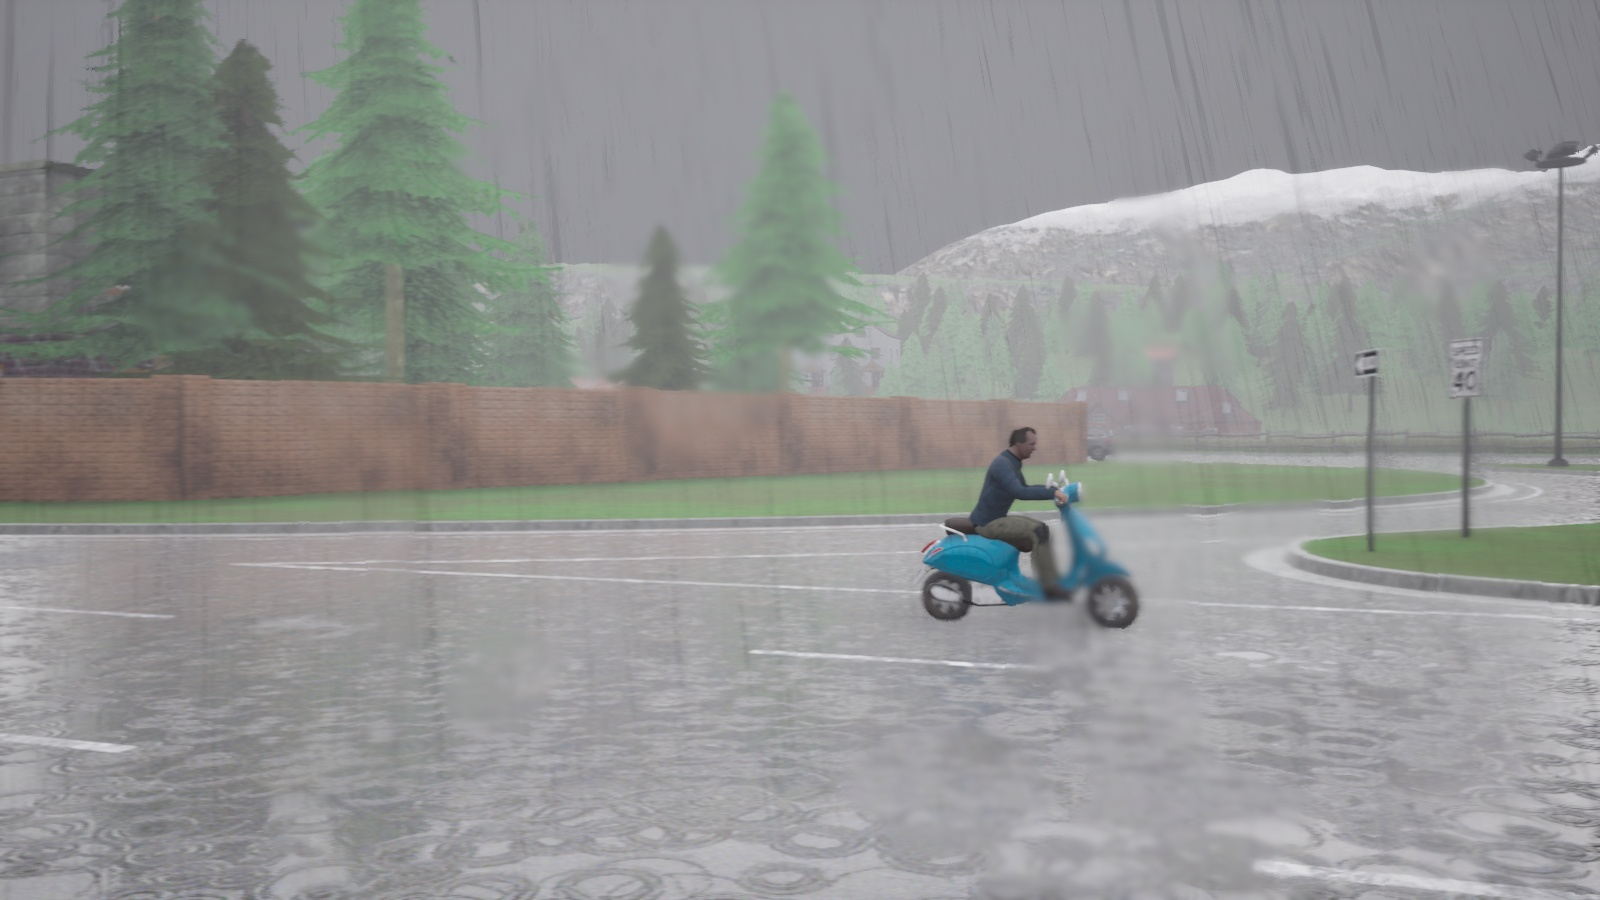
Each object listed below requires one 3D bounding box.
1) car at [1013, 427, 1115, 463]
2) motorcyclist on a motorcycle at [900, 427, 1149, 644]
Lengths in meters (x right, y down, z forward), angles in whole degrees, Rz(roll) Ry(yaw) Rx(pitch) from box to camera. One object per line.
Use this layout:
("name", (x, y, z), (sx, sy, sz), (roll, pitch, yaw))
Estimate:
("car", (12.888, -0.282, 61.279), (4.611, 1.667, 2.242), (1, 1, 19))
("motorcyclist on a motorcycle", (1.795, 0.622, 9.973), (1.817, 1.590, 0.866), (1, 1, 19))
